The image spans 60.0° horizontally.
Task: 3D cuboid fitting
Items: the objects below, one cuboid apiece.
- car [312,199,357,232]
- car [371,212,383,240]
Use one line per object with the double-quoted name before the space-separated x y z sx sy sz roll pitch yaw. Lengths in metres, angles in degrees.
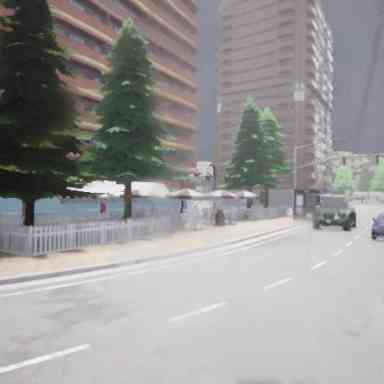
"car" 10.026 1.531 23.115 2.150 2.045 5.566 0 -1 33
"car" 10.886 1.790 18.010 1.812 1.442 4.674 0 -1 33
